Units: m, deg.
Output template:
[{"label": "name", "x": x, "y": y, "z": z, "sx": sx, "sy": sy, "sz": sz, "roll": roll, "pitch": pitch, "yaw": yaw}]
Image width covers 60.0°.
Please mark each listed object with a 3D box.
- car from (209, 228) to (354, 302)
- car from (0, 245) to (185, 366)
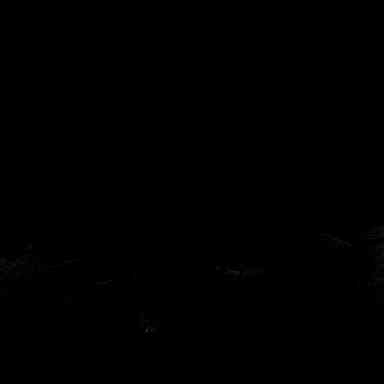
[{"label": "car", "x": 2.365, "y": 1.582, "z": 8.220, "sx": 4.206, "sy": 1.307, "sz": 1.802, "roll": 0, "pitch": 0, "yaw": -35}, {"label": "car", "x": -2.115, "y": 1.566, "z": 5.027, "sx": 4.313, "sy": 1.339, "sz": 1.947, "roll": 0, "pitch": 0, "yaw": -35}]
